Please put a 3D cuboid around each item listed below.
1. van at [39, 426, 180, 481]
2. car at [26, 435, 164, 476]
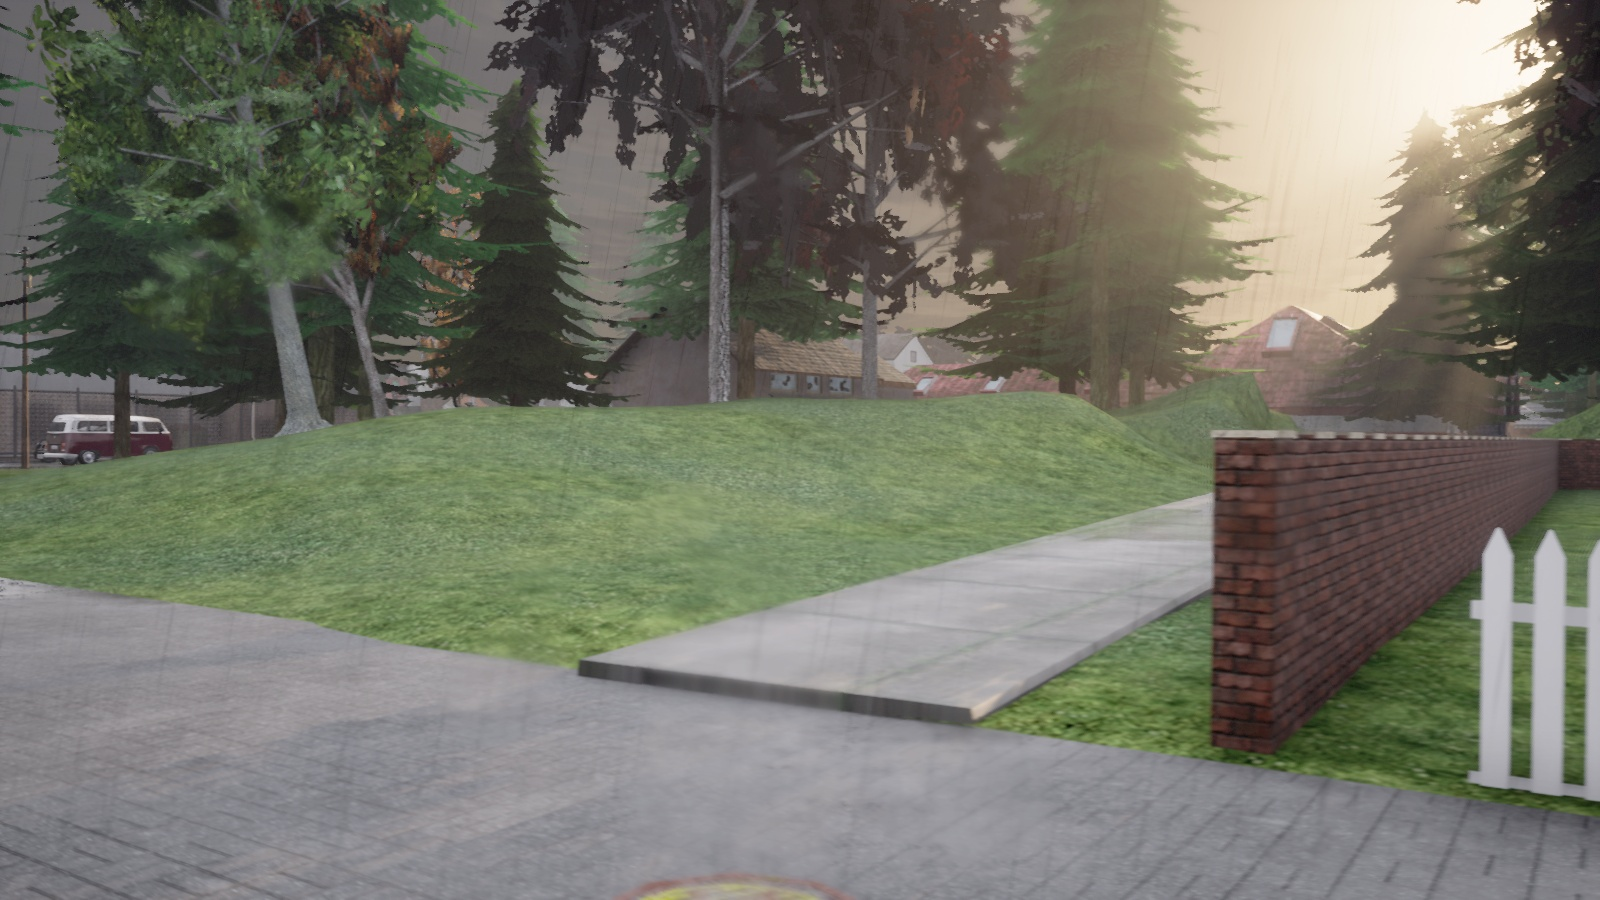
[{"bbox_3d":[-27.617,0.104,50.365,2.069,2.038,4.480,0,1,34],"label":"van"},{"bbox_3d":[-30.143,0.205,53.794,2.242,1.667,4.611,0,1,33],"label":"car"}]
